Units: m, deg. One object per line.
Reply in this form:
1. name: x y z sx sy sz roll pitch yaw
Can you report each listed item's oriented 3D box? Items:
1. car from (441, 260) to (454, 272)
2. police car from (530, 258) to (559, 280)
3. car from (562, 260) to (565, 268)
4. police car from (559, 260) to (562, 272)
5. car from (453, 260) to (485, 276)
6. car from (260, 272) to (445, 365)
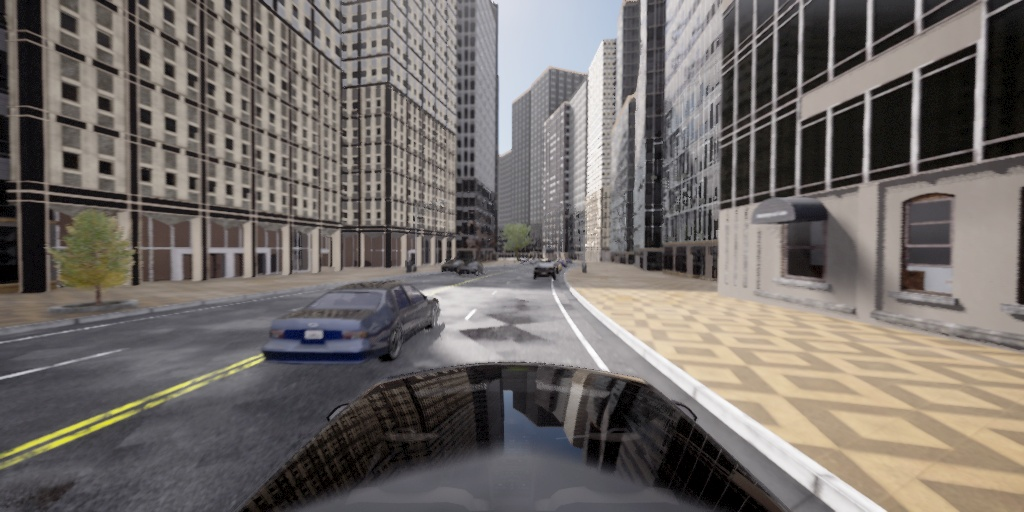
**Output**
1. car: -6.546 1.175 41.019 1.882 1.535 5.008 1 0 10
2. police car: 2.969 1.214 32.091 1.930 1.638 5.238 1 0 8
3. car: 5.569 1.273 47.557 1.801 1.575 5.366 1 0 11
4. police car: 4.462 1.231 41.729 1.930 1.638 5.238 1 0 10
5. car: -4.027 1.229 36.166 1.837 1.490 4.892 0 0 9
6. car: -3.044 1.279 8.131 2.033 1.411 5.357 0 0 2
